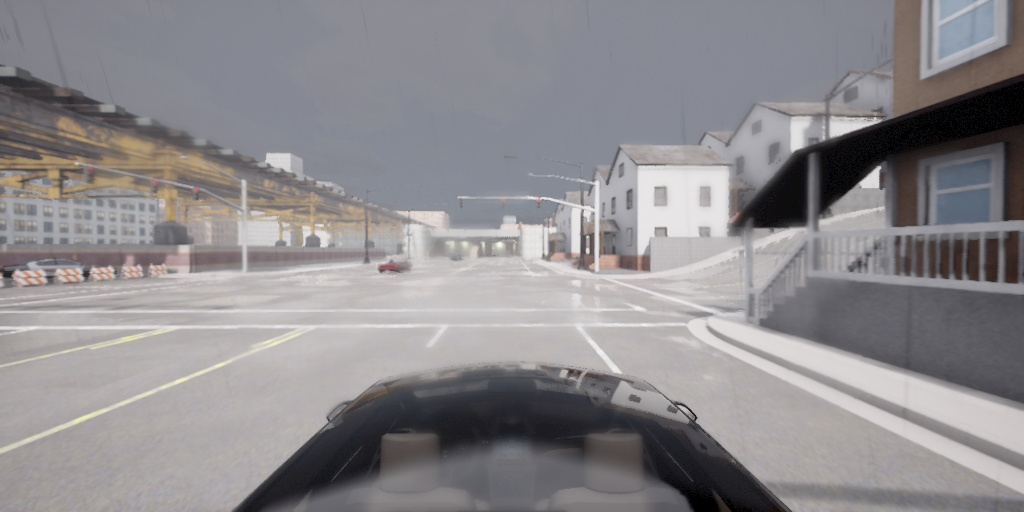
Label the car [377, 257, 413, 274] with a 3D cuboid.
[{"bbox_3d":[-10.504,0.899,32.415,1.895,1.301,4.718,0,1,0],"label":"car"}]
